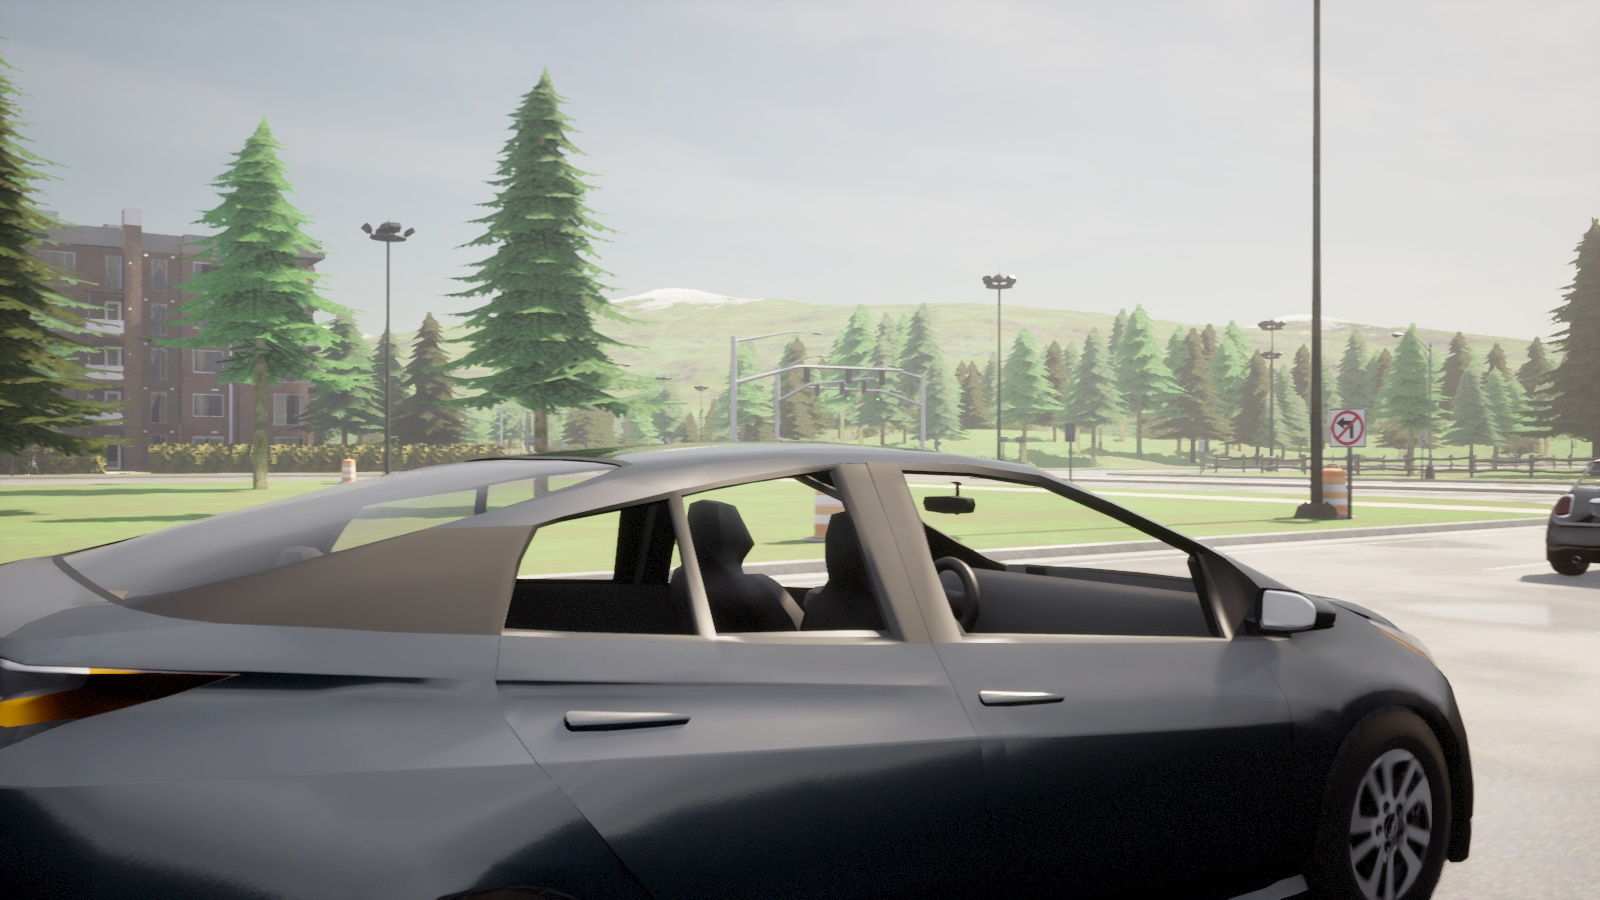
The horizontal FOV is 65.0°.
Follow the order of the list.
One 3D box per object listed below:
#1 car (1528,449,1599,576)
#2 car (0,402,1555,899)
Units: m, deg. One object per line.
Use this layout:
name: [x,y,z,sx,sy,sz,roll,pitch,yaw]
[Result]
car: [10.994,0.725,15.575,3.806,1.475,1.970,0,0,-35]
car: [0.089,0.701,3.721,4.514,1.525,2.007,0,0,-35]
